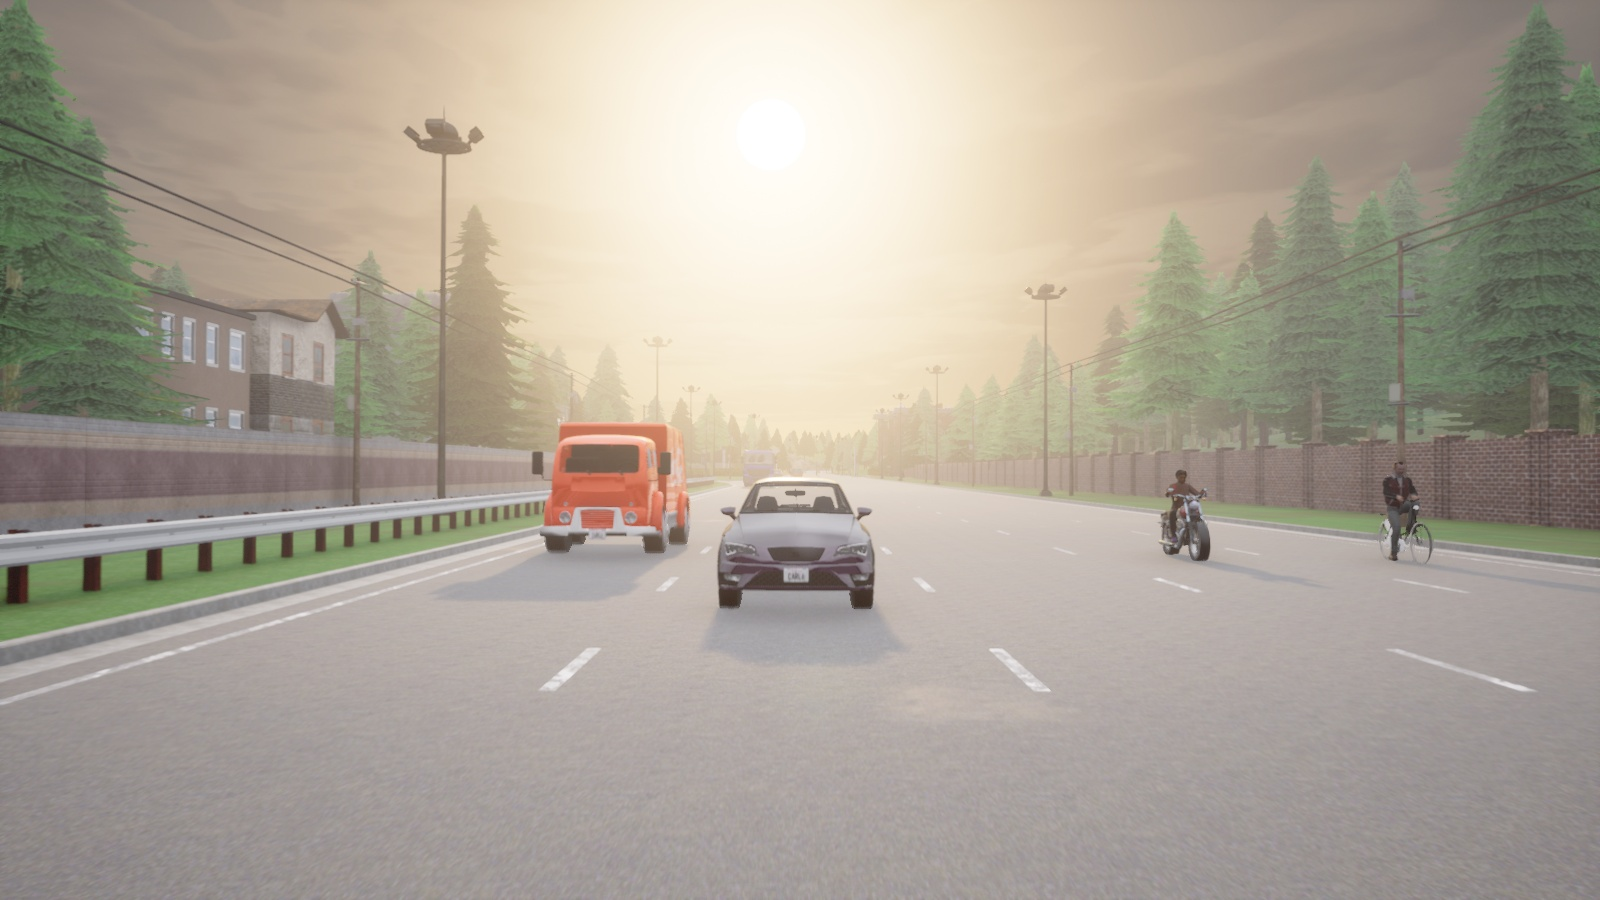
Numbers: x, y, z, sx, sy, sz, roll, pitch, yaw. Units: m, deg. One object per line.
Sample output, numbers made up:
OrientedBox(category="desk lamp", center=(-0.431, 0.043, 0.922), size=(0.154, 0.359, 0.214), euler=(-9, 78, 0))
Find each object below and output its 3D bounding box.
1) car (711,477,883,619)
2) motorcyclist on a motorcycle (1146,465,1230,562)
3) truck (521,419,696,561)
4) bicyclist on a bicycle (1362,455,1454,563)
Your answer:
OrientedBox(category="car", center=(-0.038, 1.074, 15.351), size=(1.816, 1.474, 4.193), euler=(0, -1, 0))
OrientedBox(category="motorcyclist on a motorcycle", center=(6.944, 1.099, 22.595), size=(0.766, 1.649, 2.350), euler=(0, -1, 0))
OrientedBox(category="truck", center=(-3.562, 0.735, 24.521), size=(2.627, 2.467, 5.204), euler=(0, -1, 0))
OrientedBox(category="bicyclist on a bicycle", center=(10.446, 0.990, 21.650), size=(0.659, 1.776, 1.843), euler=(0, -1, 0))
